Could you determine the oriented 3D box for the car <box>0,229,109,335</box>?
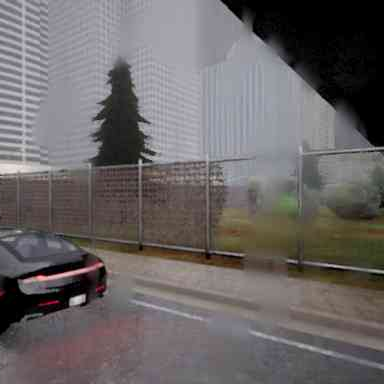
[{"bbox_3d":[-3.799,1.517,6.721,4.902,1.511,2.128,0,0,35],"label":"car"}]
